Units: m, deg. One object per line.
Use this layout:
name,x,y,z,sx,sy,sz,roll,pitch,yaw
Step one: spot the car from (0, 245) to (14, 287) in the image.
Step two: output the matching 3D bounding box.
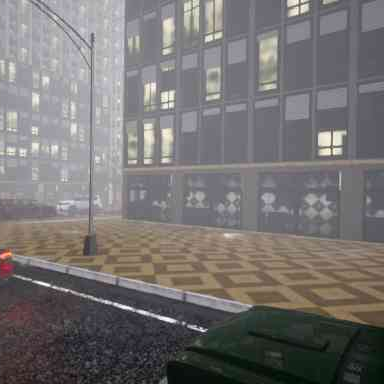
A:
car,-6.076,1.521,7.983,4.674,1.442,1.812,0,0,35

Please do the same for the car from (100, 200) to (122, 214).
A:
car,-8.043,1.830,39.153,1.752,1.417,4.829,1,0,36

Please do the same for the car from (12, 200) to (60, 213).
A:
car,-18.339,1.643,39.293,1.752,1.417,4.829,1,0,36

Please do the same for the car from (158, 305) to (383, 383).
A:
car,2.035,1.601,2.235,4.718,1.301,1.895,0,0,35

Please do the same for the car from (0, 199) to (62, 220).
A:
car,-14.819,1.519,29.926,2.192,1.841,5.009,1,0,36

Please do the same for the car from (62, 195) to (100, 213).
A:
car,-13.796,1.418,41.081,2.150,2.045,5.566,1,0,36
